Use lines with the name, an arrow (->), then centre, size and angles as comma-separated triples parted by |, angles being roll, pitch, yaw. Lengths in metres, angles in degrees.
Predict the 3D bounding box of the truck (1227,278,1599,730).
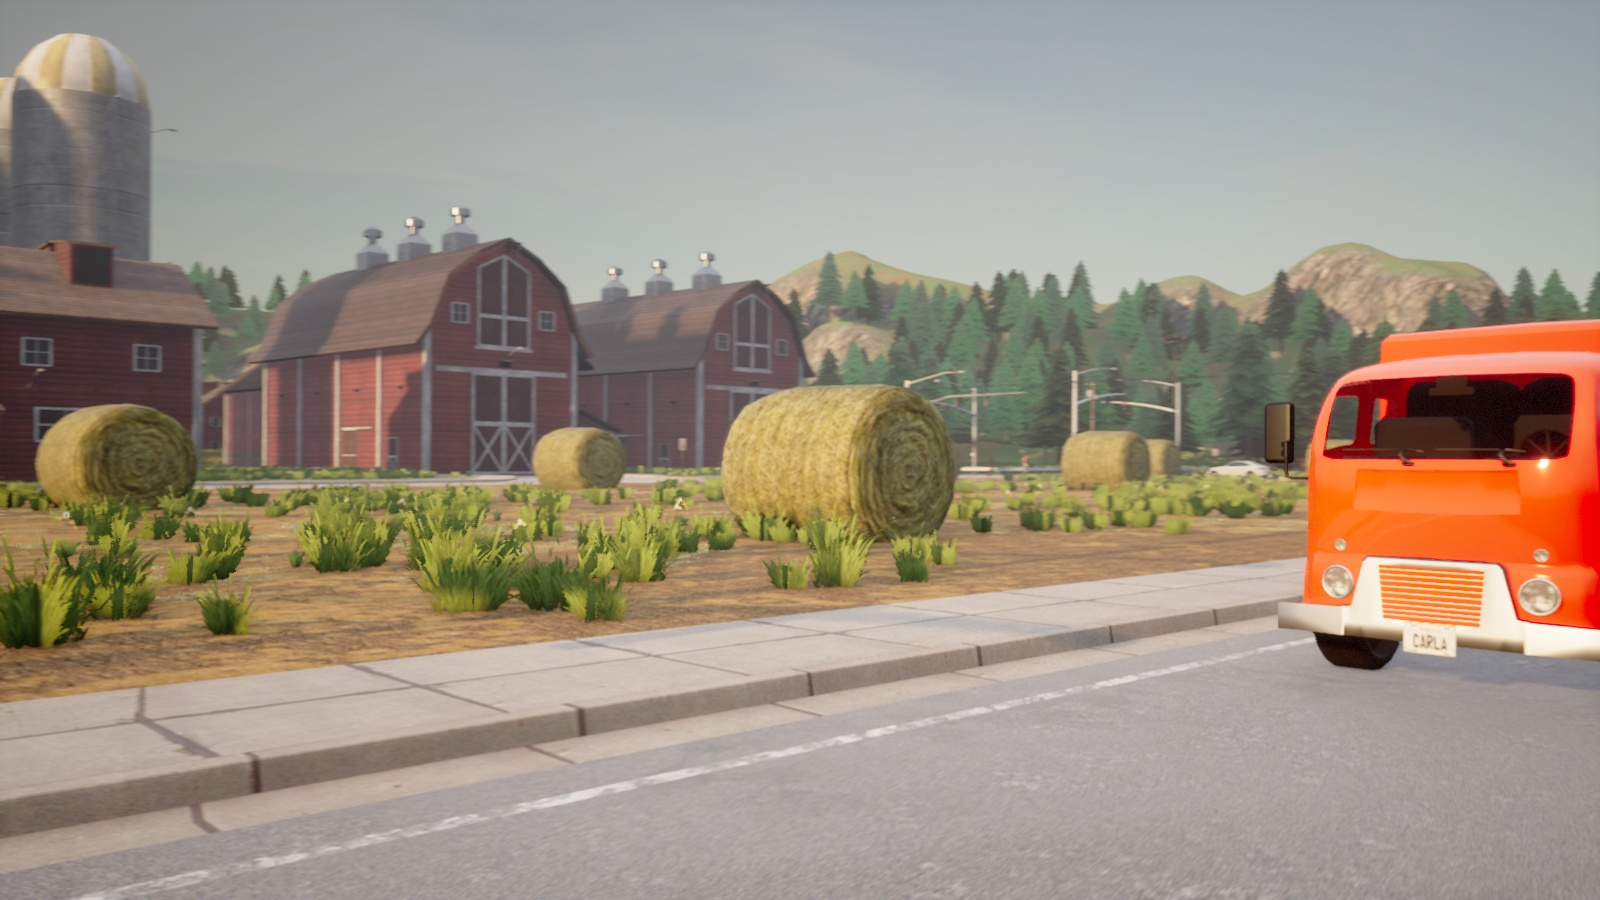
truck -> 5.677, 0.310, 9.273 | 5.204, 2.467, 2.627 | 0, 0, -43
